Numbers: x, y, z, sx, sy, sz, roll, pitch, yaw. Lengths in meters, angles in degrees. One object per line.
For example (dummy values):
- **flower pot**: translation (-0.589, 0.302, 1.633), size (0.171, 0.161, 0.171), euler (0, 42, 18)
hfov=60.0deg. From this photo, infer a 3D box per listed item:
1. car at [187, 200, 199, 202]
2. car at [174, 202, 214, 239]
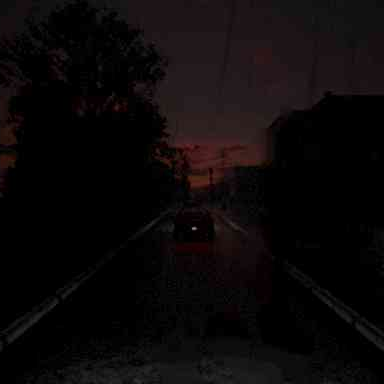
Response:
- **car**: translation (0.103, 1.577, 35.534), size (1.837, 1.490, 4.892), euler (0, 0, 0)
- **car**: translation (0.100, 1.512, 17.604), size (1.882, 1.535, 5.008), euler (0, 0, 0)
